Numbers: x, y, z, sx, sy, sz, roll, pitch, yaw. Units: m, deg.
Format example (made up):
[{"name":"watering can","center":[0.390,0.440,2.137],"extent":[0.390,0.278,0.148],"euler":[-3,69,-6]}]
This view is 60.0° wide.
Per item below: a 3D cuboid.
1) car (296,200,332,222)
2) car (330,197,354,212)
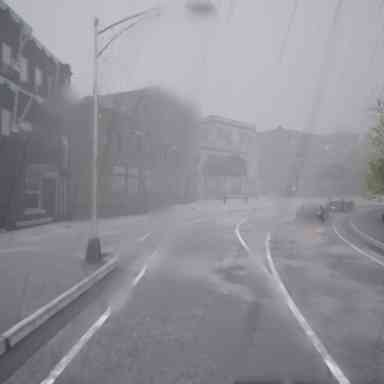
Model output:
[{"name":"car","center":[9.553,1.569,26.143],"extent":[1.895,1.301,4.718],"euler":[0,0,27]},{"name":"car","center":[16.452,1.350,36.833],"extent":[1.837,1.490,4.892],"euler":[0,1,41]}]
